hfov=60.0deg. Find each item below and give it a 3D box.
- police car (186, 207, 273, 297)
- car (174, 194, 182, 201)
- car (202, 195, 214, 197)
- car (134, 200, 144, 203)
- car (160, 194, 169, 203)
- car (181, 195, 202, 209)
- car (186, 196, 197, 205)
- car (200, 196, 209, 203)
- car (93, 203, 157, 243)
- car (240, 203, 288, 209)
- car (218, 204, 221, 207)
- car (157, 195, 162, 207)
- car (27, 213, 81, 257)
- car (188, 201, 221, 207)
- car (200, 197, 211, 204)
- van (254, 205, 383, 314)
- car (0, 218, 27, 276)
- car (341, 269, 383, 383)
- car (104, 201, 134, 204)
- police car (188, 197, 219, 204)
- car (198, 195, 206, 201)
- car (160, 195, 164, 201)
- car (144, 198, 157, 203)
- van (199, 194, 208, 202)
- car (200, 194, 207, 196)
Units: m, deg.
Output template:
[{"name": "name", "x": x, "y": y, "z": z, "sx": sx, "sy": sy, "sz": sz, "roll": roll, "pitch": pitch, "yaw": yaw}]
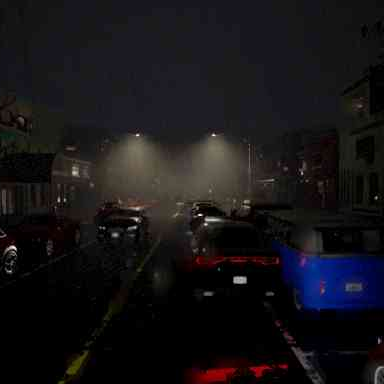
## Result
[{"name": "police car", "x": 0.883, "y": 1.423, "z": 8.733, "sx": 1.930, "sy": 1.638, "sz": 5.238, "roll": 0, "pitch": 0, "yaw": 0}, {"name": "car", "x": -3.168, "y": 1.328, "z": 81.358, "sx": 2.097, "sy": 1.767, "sz": 4.553, "roll": 0, "pitch": 0, "yaw": 0}, {"name": "car", "x": 2.593, "y": 1.514, "z": 46.356, "sx": 1.752, "sy": 1.417, "sz": 4.829, "roll": -1, "pitch": 0, "yaw": 0}, {"name": "car", "x": -5.753, "y": 1.538, "z": 29.523, "sx": 1.887, "sy": 1.381, "sz": 4.507, "roll": -1, "pitch": 0, "yaw": 0}, {"name": "car", "x": -5.835, "y": 1.297, "z": 68.361, "sx": 2.192, "sy": 1.841, "sz": 5.009, "roll": -1, "pitch": 0, "yaw": 0}, {"name": "car", "x": -0.068, "y": 1.480, "z": 46.121, "sx": 2.128, "sy": 1.511, "sz": 4.902, "roll": 0, "pitch": 0, "yaw": 0}, {"name": "car", "x": -0.124, "y": 1.462, "z": 60.240, "sx": 1.882, "sy": 1.535, "sz": 5.008, "roll": 0, "pitch": 0, "yaw": 0}, {"name": "car", "x": 2.547, "y": 1.507, "z": 68.550, "sx": 1.752, "sy": 1.417, "sz": 4.829, "roll": -1, "pitch": 0, "yaw": 0}, {"name": "car", "x": -3.133, "y": 1.488, "z": 16.044, "sx": 2.128, "sy": 1.511, "sz": 4.902, "roll": 0, "pitch": 0, "yaw": 0}, {"name": "car", "x": 2.660, "y": 1.312, "z": 12.897, "sx": 2.192, "sy": 1.841, "sz": 5.009, "roll": -1, "pitch": 0, "yaw": 0}, {"name": "car", "x": 2.650, "y": 1.578, "z": 18.446, "sx": 1.802, "sy": 1.307, "sz": 4.206, "roll": -1, "pitch": 0, "yaw": 0}, {"name": "car", "x": -5.788, "y": 1.539, "z": 46.167, "sx": 2.008, "sy": 1.369, "sz": 4.403, "roll": -1, "pitch": 0, "yaw": 0}, {"name": "car", "x": -5.719, "y": 1.542, "z": 12.878, "sx": 1.887, "sy": 1.381, "sz": 4.507, "roll": -1, "pitch": 0, "yaw": 0}, {"name": "car", "x": 0.862, "y": 1.501, "z": 18.623, "sx": 1.837, "sy": 1.490, "sz": 4.892, "roll": 0, "pitch": 0, "yaw": 0}, {"name": "car", "x": 2.559, "y": 1.565, "z": 62.832, "sx": 1.802, "sy": 1.307, "sz": 4.206, "roll": -1, "pitch": 0, "yaw": 0}, {"name": "van", "x": 2.671, "y": 1.340, "z": 7.349, "sx": 1.690, "sy": 1.788, "sz": 3.998, "roll": -1, "pitch": 0, "yaw": 0}, {"name": "car", "x": -5.709, "y": 1.439, "z": 7.330, "sx": 1.967, "sy": 1.590, "sz": 4.097, "roll": -1, "pitch": 0, "yaw": 0}, {"name": "car", "x": 2.685, "y": 1.582, "z": 1.801, "sx": 1.802, "sy": 1.307, "sz": 4.206, "roll": -1, "pitch": 0, "yaw": 0}, {"name": "car", "x": -5.743, "y": 1.435, "z": 23.974, "sx": 1.967, "sy": 1.590, "sz": 4.097, "roll": -1, "pitch": 0, "yaw": 0}, {"name": "police car", "x": 0.849, "y": 1.420, "z": 24.734, "sx": 1.930, "sy": 1.638, "sz": 5.238, "roll": 0, "pitch": 0, "yaw": 0}, {"name": "car", "x": 2.512, "y": 1.501, "z": 85.196, "sx": 1.752, "sy": 1.417, "sz": 4.829, "roll": -1, "pitch": 0, "yaw": 0}, {"name": "car", "x": -5.799, "y": 1.569, "z": 51.716, "sx": 1.802, "sy": 1.307, "sz": 4.206, "roll": -1, "pitch": 0, "yaw": 0}, {"name": "car", "x": -5.776, "y": 1.572, "z": 40.619, "sx": 1.802, "sy": 1.307, "sz": 4.206, "roll": -1, "pitch": 0, "yaw": 0}, {"name": "van", "x": 2.534, "y": 1.321, "z": 73.929, "sx": 1.690, "sy": 1.788, "sz": 3.998, "roll": -1, "pitch": 0, "yaw": 0}, {"name": "car", "x": 2.579, "y": 1.302, "z": 51.736, "sx": 2.192, "sy": 1.841, "sz": 5.009, "roll": -1, "pitch": 0, "yaw": 0}]
